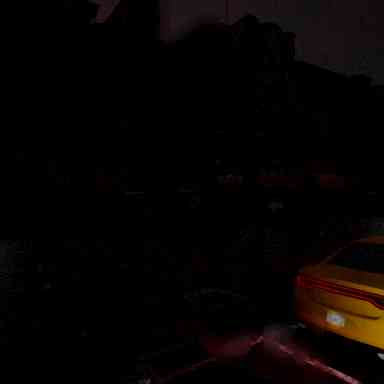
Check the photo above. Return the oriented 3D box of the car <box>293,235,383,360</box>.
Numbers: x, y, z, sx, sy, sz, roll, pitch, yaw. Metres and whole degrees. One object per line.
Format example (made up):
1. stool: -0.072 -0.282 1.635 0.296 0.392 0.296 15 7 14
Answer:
1. car: 3.850 1.477 5.682 5.008 1.535 1.882 0 0 -35
